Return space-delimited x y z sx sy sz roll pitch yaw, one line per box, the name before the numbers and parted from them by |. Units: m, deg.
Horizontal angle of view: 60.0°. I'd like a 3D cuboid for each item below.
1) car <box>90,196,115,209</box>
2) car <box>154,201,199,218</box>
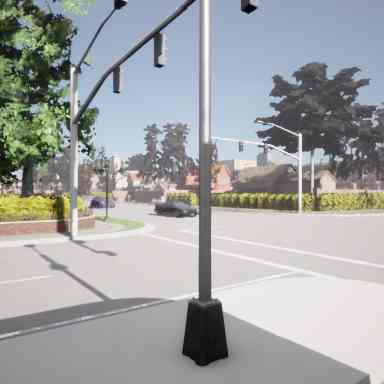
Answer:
car | -11.993 1.351 44.662 2.097 1.767 4.553 0 0 -36
car | -1.510 1.547 30.174 2.033 1.411 5.357 0 0 -36
